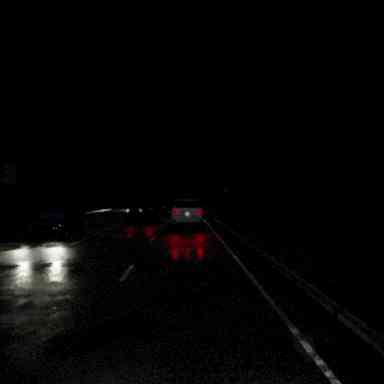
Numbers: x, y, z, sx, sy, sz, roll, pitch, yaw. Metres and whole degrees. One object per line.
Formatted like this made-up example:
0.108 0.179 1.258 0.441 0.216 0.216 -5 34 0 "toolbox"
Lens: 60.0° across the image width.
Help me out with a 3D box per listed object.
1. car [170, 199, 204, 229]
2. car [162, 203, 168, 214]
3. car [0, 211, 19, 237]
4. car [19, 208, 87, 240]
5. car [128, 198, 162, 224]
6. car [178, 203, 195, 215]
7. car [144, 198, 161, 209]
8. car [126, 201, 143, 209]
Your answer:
-0.355 1.489 23.768 2.150 2.045 5.566 0 -1 -1 "car"
-4.257 2.153 44.326 1.994 1.385 4.181 0 -1 0 "car"
-10.840 1.759 18.661 2.033 1.411 5.357 0 -1 -1 "car"
-7.336 1.684 18.546 1.882 1.535 5.008 0 -1 -1 "car"
-4.060 1.565 28.648 2.150 2.045 5.566 0 -1 -1 "car"
-0.719 2.101 42.290 2.033 1.411 5.357 0 -1 0 "car"
-7.337 2.107 62.514 2.150 2.045 5.566 0 -1 4 "car"
-10.801 2.390 62.964 2.128 1.511 4.902 0 -1 4 "car"
